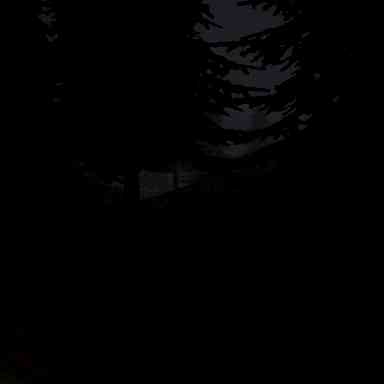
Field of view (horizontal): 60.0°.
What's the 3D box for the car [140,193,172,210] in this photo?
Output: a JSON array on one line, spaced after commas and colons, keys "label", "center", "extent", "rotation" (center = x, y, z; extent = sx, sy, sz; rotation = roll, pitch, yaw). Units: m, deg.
[{"label": "car", "center": [-4.237, 1.208, 42.315], "extent": [2.150, 2.045, 5.566], "rotation": [0, 0, 37]}]
